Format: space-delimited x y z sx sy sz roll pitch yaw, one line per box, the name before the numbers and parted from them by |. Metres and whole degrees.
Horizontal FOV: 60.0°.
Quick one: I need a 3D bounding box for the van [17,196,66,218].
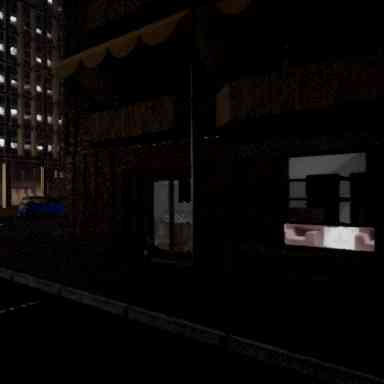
van | -12.528 1.247 28.144 1.690 1.788 3.998 -1 -1 36
